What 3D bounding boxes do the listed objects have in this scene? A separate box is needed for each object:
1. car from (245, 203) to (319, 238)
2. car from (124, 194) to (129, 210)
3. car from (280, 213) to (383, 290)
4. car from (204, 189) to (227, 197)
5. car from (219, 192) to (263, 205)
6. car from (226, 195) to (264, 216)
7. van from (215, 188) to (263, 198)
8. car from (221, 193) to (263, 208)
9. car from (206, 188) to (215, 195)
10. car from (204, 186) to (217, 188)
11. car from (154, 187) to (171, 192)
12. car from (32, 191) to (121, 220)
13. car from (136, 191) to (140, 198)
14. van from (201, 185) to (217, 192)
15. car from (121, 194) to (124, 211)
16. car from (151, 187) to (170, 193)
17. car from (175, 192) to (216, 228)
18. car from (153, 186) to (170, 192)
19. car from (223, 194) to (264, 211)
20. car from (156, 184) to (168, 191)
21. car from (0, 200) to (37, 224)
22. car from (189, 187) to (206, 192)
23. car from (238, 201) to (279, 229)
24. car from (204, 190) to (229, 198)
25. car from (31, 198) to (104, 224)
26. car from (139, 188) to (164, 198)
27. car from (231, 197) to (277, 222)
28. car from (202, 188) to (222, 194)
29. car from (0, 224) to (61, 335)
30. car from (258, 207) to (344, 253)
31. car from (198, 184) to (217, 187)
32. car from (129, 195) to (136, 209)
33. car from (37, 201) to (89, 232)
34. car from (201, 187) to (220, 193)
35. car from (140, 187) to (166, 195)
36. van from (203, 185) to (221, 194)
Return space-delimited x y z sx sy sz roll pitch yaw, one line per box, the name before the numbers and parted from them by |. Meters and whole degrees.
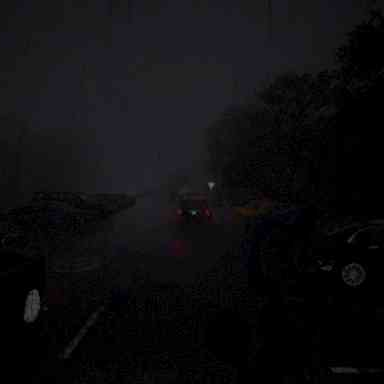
car | 5.037 1.384 14.110 5.008 1.535 2.097 0 1 0
car | -8.004 0.928 27.856 4.553 1.767 2.185 0 2 0
car | 5.036 1.451 8.403 4.892 1.521 2.231 0 1 0
car | 4.756 0.233 68.789 4.674 1.452 2.002 0 2 0
car | 5.048 0.994 30.837 4.674 1.452 2.002 0 2 0
car | 5.229 1.213 22.351 5.366 1.575 1.946 0 1 0
van | 4.919 0.639 33.501 4.442 1.987 1.878 -1 2 0
car | 5.048 1.088 28.054 4.674 1.452 2.002 0 2 0
car | 4.759 0.530 60.607 5.008 1.535 2.097 0 2 0
car | 4.793 0.291 63.371 4.553 1.767 2.185 0 2 0
car | -8.308 -0.749 93.747 4.792 1.488 2.163 0 2 0
car | -8.007 0.966 22.283 5.566 2.045 2.435 0 1 0
car | -8.063 0.895 33.428 4.792 1.488 2.163 0 2 0
van | 4.636 -0.908 90.897 4.442 1.987 1.878 0 2 0
car | -8.041 1.140 25.082 5.008 1.535 2.097 0 1 0
car | -8.340 -0.588 88.197 4.892 1.521 2.231 0 2 0
car | 0.104 1.135 20.433 2.097 1.767 4.553 0 1 0
car | -8.305 -0.812 90.971 4.553 1.767 2.185 0 2 0
car | 5.073 1.168 25.143 4.792 1.488 2.163 0 2 0
car | -8.293 -0.059 68.780 5.566 2.045 2.435 0 2 0
car | -8.069 1.297 11.140 4.553 1.767 2.185 0 1 0
car | 0.088 0.711 34.284 2.097 1.767 4.553 0 2 0
car | 5.014 1.369 16.902 4.792 1.488 2.163 0 1 0
car | 4.731 0.337 66.020 4.792 1.488 2.163 0 2 0
car | -8.043 1.286 19.501 4.892 1.521 2.231 0 1 0
car | -8.347 0.450 63.244 4.792 1.488 2.163 0 2 0
car | 5.229 1.281 19.556 5.366 1.575 1.946 0 1 0
car | 4.723 -0.235 79.858 4.792 1.488 2.163 0 2 0
car | -3.596 1.473 4.110 1.882 1.535 5.008 0 0 0
car | 5.037 1.421 11.320 5.008 1.535 2.097 0 1 0
car | 4.782 -0.401 77.079 5.566 2.045 2.435 0 2 0
car | -8.005 0.989 30.646 4.792 1.488 2.163 0 2 0
car | -8.066 1.372 16.723 4.792 1.488 2.163 0 1 0
car | 4.776 -0.460 85.518 4.792 1.488 2.163 0 2 0
car | -8.314 0.306 66.017 5.008 1.535 2.097 0 2 0
van | 4.866 -0.607 82.739 4.442 1.987 1.878 0 2 0
